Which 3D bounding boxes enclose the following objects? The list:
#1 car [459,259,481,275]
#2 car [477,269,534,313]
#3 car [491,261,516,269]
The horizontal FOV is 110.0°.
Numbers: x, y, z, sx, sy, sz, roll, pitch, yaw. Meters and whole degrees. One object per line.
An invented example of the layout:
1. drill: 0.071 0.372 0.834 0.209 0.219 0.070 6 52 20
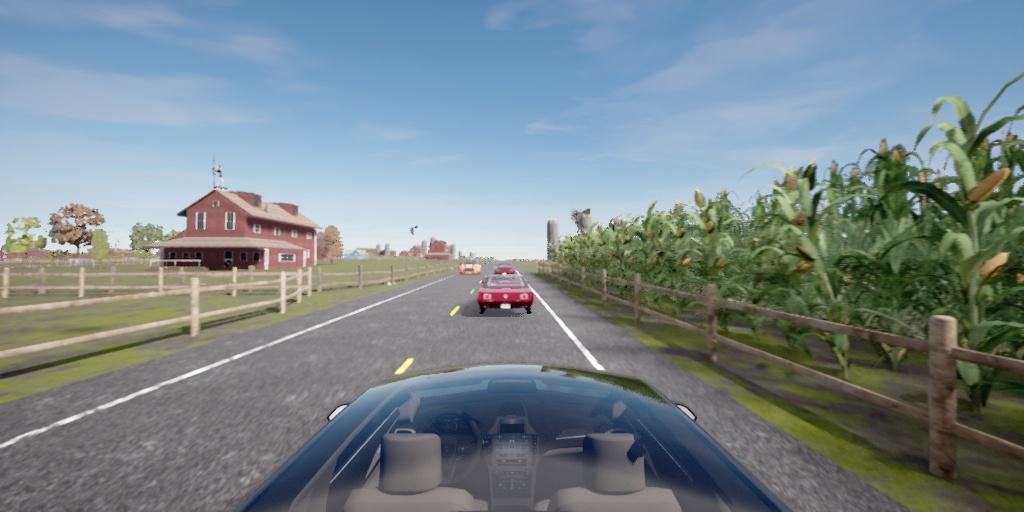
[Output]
1. car: -4.497 1.151 39.221 2.097 1.767 4.553 0 0 -1
2. car: -0.256 1.364 13.997 1.895 1.301 4.718 0 0 -1
3. car: -0.648 1.313 31.945 1.812 1.442 4.674 0 0 -1
